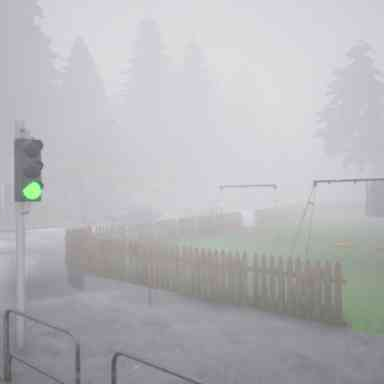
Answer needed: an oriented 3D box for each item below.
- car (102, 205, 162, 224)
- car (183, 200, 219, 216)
[{"bbox_3d":[-4.792,1.810,27.601,2.033,1.411,5.357,-1,-1,35],"label":"car"},{"bbox_3d":[0.987,1.615,35.692,2.097,1.767,4.553,-1,-1,36],"label":"car"}]
